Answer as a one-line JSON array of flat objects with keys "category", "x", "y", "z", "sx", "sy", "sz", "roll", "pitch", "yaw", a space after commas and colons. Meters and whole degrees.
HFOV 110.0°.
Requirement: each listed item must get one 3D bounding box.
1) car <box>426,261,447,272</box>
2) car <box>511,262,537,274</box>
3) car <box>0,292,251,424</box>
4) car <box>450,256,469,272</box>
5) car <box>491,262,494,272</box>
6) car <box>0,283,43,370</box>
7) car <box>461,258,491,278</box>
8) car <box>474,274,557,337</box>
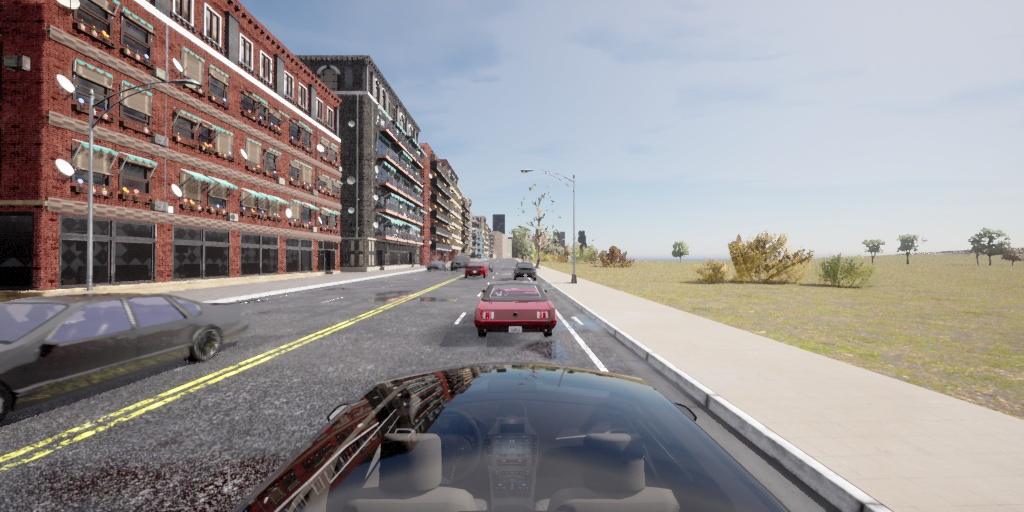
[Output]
[{"category": "car", "x": -10.002, "y": 1.305, "z": 47.901, "sx": 2.033, "sy": 1.411, "sz": 5.357, "roll": 0, "pitch": 0, "yaw": 0}, {"category": "car", "x": 1.043, "y": 1.262, "z": 30.252, "sx": 1.837, "sy": 1.490, "sz": 4.892, "roll": 0, "pitch": 0, "yaw": 0}, {"category": "car", "x": -6.612, "y": 1.298, "z": 5.418, "sx": 2.033, "sy": 1.411, "sz": 5.357, "roll": 0, "pitch": 0, "yaw": 0}, {"category": "car", "x": -6.751, "y": 0.979, "z": 47.457, "sx": 2.150, "sy": 2.045, "sz": 5.566, "roll": 0, "pitch": 0, "yaw": 0}, {"category": "car", "x": -3.289, "y": 1.305, "z": 45.664, "sx": 2.033, "sy": 1.411, "sz": 5.357, "roll": 0, "pitch": 0, "yaw": -1}, {"category": "car", "x": -9.860, "y": 1.255, "z": 4.387, "sx": 1.837, "sy": 1.490, "sz": 4.892, "roll": 0, "pitch": 0, "yaw": 0}, {"category": "car", "x": -3.255, "y": 1.235, "z": 33.673, "sx": 1.882, "sy": 1.535, "sz": 5.008, "roll": 0, "pitch": -1, "yaw": 0}, {"category": "car", "x": 0.072, "y": 1.353, "z": 10.233, "sx": 1.895, "sy": 1.301, "sz": 4.718, "roll": 0, "pitch": 0, "yaw": 0}]
